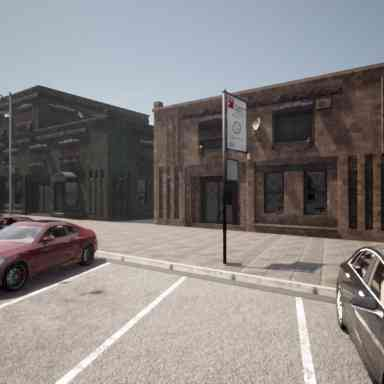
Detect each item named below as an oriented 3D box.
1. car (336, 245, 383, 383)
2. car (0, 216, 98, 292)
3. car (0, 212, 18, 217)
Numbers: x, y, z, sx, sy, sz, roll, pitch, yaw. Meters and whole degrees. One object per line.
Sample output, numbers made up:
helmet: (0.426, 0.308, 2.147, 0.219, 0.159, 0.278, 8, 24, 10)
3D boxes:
car: (2.970, 1.487, 3.976, 2.231, 1.521, 4.892, 1, -1, 15)
car: (-4.365, 1.527, 9.192, 2.002, 1.452, 4.674, 1, -1, 16)
car: (-6.817, 1.518, 10.906, 2.163, 1.488, 4.792, 1, -1, 16)
